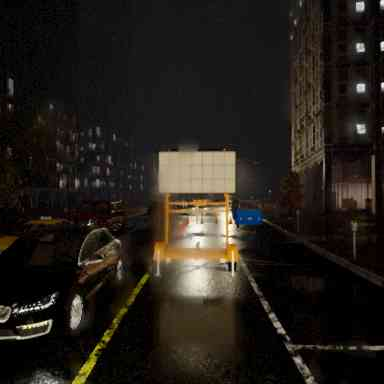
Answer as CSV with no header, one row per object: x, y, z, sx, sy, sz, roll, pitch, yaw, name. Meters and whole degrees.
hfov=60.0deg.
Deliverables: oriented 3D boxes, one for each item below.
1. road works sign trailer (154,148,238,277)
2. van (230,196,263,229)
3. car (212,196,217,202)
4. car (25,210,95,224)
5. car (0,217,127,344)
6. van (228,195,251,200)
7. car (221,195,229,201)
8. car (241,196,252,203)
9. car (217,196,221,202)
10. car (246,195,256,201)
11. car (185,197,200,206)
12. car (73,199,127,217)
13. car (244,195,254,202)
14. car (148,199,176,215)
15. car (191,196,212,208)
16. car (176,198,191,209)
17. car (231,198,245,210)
0.162,0.466,10.247,2.380,3.560,2.880,0,0,3,road works sign trailer
3.573,1.342,21.545,1.690,1.788,3.998,1,0,4,van
3.690,1.608,73.107,1.947,1.339,4.313,1,0,14,car
-5.052,1.531,11.220,1.752,1.417,4.829,1,0,2,car
-2.703,1.507,6.797,1.837,1.490,4.892,0,0,2,car
4.070,1.342,27.387,1.690,1.788,3.998,1,0,6,van
8.035,1.609,88.976,2.008,1.369,4.403,1,0,17,car
12.011,1.571,73.337,1.947,1.339,4.313,1,0,14,car
5.007,1.573,78.270,1.752,1.417,4.829,1,0,15,car
14.997,1.555,84.266,1.887,1.381,4.507,1,0,17,car
0.119,1.611,56.654,1.802,1.307,4.206,1,0,11,car
-4.762,1.324,17.049,2.192,1.841,5.009,1,0,3,car
13.462,1.448,78.836,1.967,1.590,4.097,1,0,16,car
-3.287,1.584,34.167,1.947,1.339,4.313,1,0,6,car
1.287,1.367,48.821,2.097,1.767,4.553,0,0,10,car
-1.785,1.589,45.469,1.947,1.339,4.313,1,0,9,car
6.273,1.524,45.122,1.752,1.417,4.829,1,0,9,car
